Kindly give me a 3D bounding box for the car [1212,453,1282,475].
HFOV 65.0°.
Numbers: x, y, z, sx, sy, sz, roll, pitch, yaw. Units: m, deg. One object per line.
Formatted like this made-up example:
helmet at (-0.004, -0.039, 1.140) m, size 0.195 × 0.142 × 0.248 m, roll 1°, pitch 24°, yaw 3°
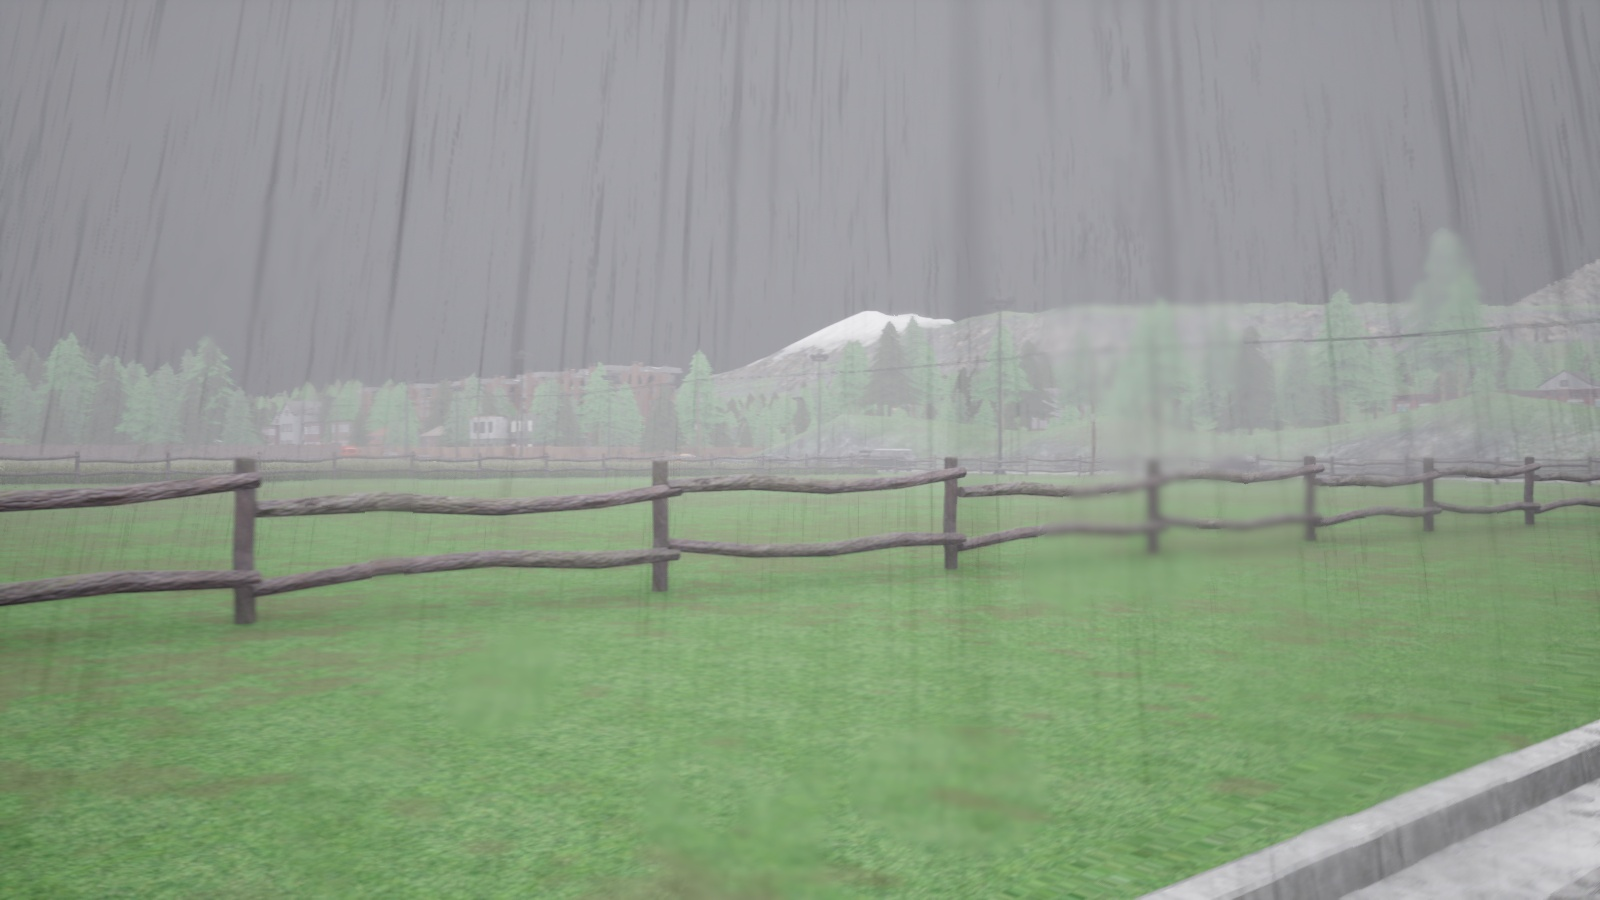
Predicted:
car at (31.025, 0.967, 87.233) m, size 1.816 × 1.474 × 4.193 m, roll 0°, pitch 0°, yaw -41°
